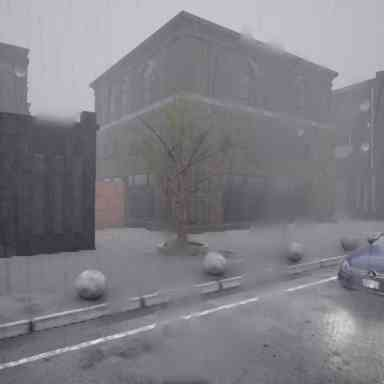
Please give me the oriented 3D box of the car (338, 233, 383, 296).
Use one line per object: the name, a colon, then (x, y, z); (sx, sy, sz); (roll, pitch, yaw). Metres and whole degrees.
car: (5.376, 1.528, 7.818); (4.674, 1.442, 1.812); (0, 0, -35)
